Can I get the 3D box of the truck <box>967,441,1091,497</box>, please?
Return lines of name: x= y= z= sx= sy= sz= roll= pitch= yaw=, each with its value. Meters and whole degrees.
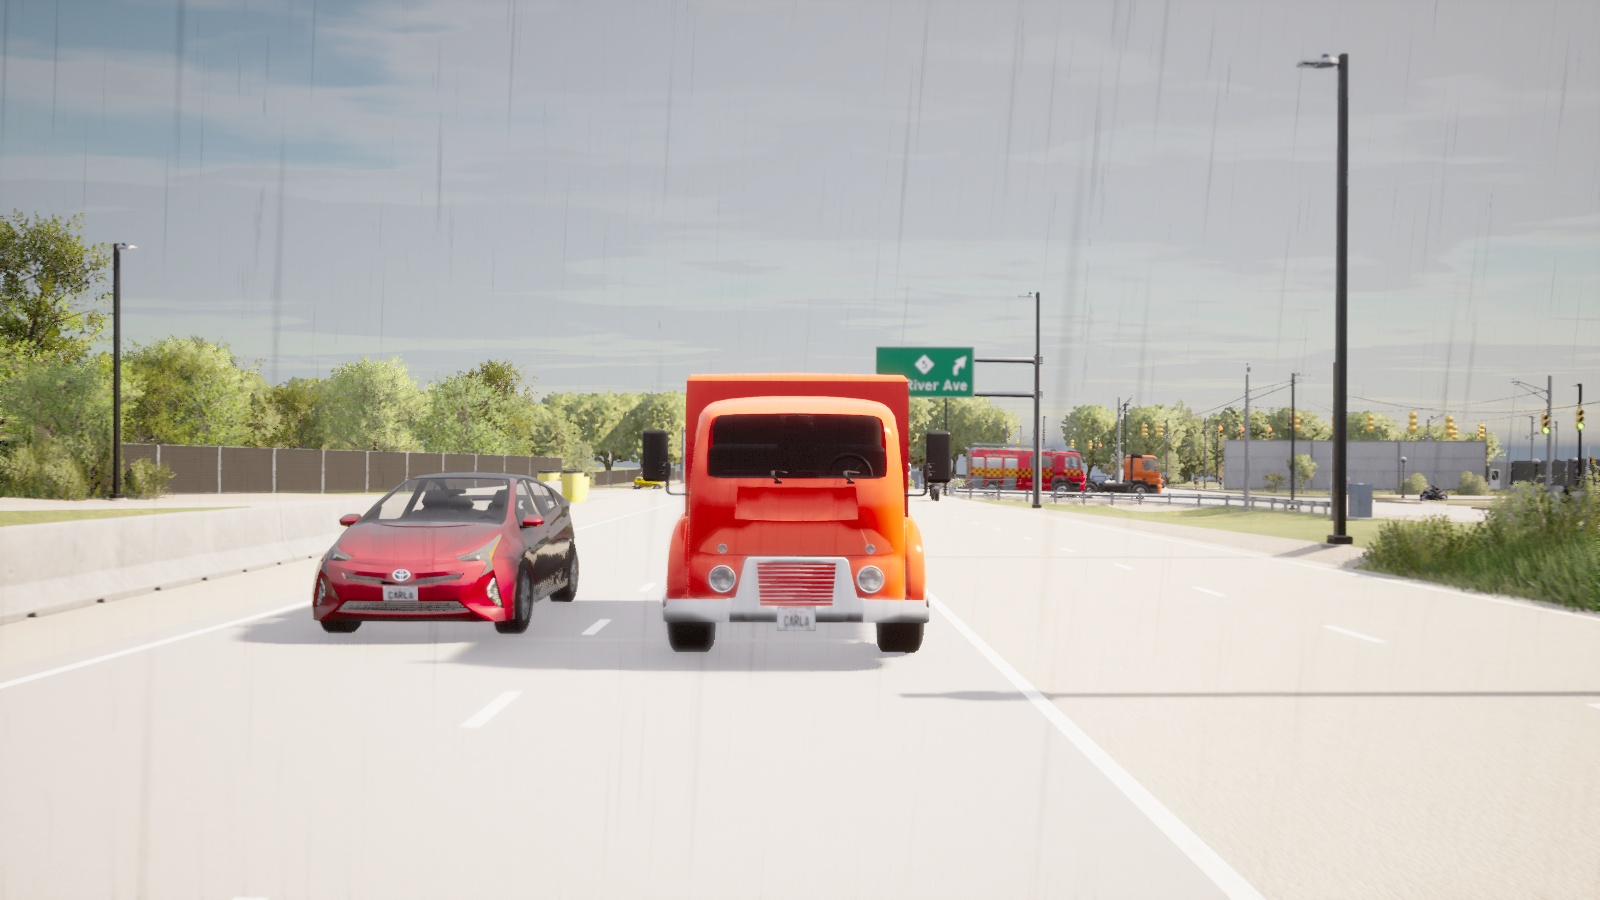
truck: x=16.759 y=1.394 z=92.247 sx=8.468 sy=3.827 sz=2.891 roll=2 pitch=-1 yaw=0

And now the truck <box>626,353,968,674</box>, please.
truck: x=-0.030 y=0.529 z=12.294 sx=2.627 sy=2.467 sz=5.204 roll=0 pitch=-1 yaw=0

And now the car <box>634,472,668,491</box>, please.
car: x=-10.898 y=2.310 z=91.959 sx=2.207 sy=1.376 sz=1.481 roll=0 pitch=-1 yaw=4

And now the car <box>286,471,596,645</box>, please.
car: x=-3.531 y=0.993 z=13.337 sx=2.007 sy=1.525 sz=4.514 roll=0 pitch=-1 yaw=0

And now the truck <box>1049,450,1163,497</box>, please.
truck: x=23.280 y=1.778 z=95.825 sx=7.936 sy=3.462 sz=2.891 roll=1 pitch=-1 yaw=-1
